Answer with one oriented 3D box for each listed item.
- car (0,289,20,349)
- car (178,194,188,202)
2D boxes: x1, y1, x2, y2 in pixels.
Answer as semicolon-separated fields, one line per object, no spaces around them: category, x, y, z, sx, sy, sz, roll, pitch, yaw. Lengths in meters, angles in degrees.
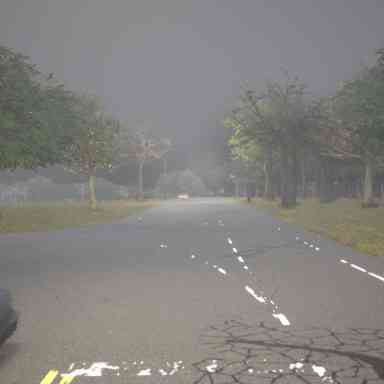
car;-3.585;1.786;2.808;2.033;1.411;5.357;-1;-1;0
car;-1.833;1.110;67.775;1.882;1.535;5.008;-1;1;2
